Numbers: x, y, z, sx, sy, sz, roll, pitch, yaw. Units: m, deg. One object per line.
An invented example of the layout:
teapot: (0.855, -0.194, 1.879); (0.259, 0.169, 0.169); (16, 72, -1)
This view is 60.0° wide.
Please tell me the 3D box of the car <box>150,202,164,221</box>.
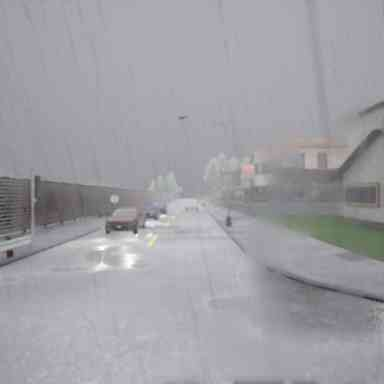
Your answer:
car: (-4.087, 1.893, 31.153); (1.994, 1.385, 4.181); (0, -1, 0)

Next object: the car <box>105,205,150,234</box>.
car: (-4.092, 1.701, 21.149); (1.882, 1.535, 5.008); (0, -1, 0)

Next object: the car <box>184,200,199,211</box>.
car: (-0.002, 2.045, 49.262); (1.812, 1.442, 4.674); (0, -1, 0)

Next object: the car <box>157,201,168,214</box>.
car: (-4.073, 1.912, 41.161); (1.882, 1.535, 5.008); (0, -1, 0)

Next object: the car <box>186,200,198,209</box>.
car: (-0.002, 2.189, 59.265); (1.994, 1.385, 4.181); (0, -1, 0)
